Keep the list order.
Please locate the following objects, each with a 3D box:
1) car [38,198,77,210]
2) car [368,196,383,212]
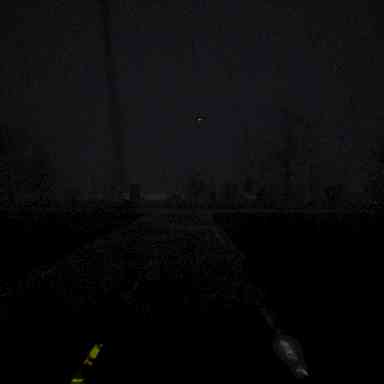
[{"bbox_3d":[-17.107,1.557,42.443,4.674,1.442,1.812,2,0,0],"label":"car"},{"bbox_3d":[25.433,1.490,42.303,5.566,2.045,2.150,0,0,0],"label":"car"}]
